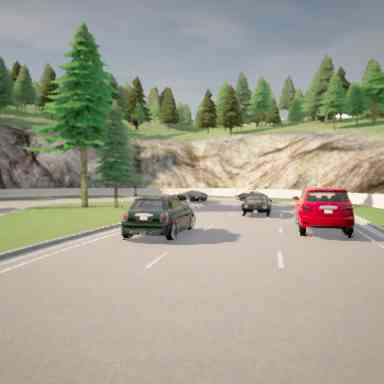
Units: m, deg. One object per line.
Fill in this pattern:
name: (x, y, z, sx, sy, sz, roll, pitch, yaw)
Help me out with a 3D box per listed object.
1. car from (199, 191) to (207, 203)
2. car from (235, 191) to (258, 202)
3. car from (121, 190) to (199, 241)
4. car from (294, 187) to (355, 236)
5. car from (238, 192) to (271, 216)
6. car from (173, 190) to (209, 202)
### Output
car: (-0.763, 0.576, 37.849, 4.718, 1.301, 1.895, 1, 2, 44)
car: (6.844, 0.508, 39.034, 1.994, 1.385, 4.181, -1, 2, -29)
car: (-1.313, 0.954, 14.593, 2.097, 1.767, 4.553, 0, 2, 14)
car: (6.095, 0.795, 15.708, 2.150, 2.045, 5.566, 0, 2, 15)
car: (4.762, 0.947, 24.126, 1.895, 1.301, 4.718, 0, 2, 15)
car: (-0.173, 0.443, 41.430, 4.181, 1.385, 1.994, 1, 2, 36)
